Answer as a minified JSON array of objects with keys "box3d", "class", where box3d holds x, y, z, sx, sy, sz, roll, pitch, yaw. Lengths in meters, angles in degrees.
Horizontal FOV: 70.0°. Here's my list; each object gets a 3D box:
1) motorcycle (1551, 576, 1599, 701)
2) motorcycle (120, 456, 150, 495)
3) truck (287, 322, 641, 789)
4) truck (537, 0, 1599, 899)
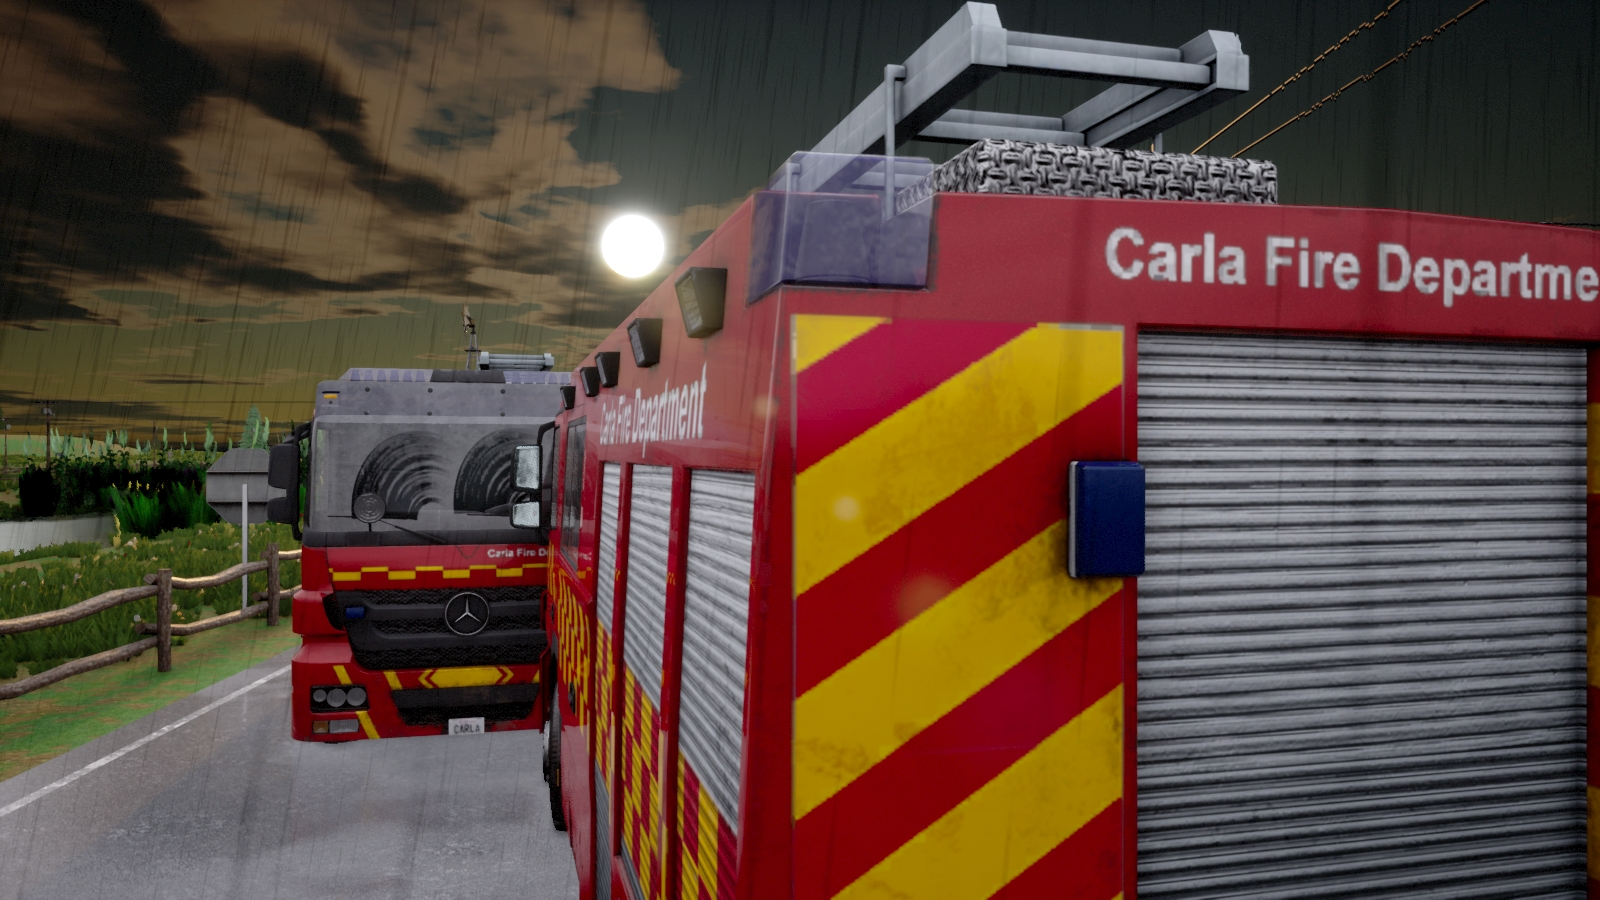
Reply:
[{"box3d":[9.774,2.142,13.106,1.805,1.316,0.856,0,0,-7],"class":"motorcycle"},{"box3d":[-41.391,1.577,71.120,0.803,2.348,2.033,0,0,-4],"class":"motorcycle"},{"box3d":[-3.921,0.862,13.841,2.891,3.827,8.468,0,0,-15],"class":"truck"},{"box3d":[0.071,0.867,6.870,2.891,3.827,8.468,0,0,-15],"class":"truck"}]
